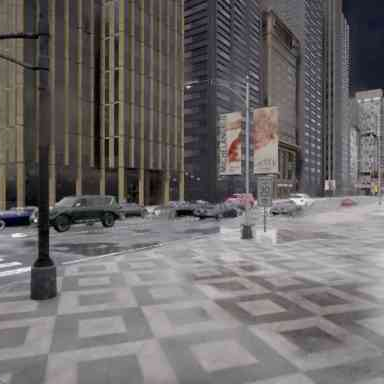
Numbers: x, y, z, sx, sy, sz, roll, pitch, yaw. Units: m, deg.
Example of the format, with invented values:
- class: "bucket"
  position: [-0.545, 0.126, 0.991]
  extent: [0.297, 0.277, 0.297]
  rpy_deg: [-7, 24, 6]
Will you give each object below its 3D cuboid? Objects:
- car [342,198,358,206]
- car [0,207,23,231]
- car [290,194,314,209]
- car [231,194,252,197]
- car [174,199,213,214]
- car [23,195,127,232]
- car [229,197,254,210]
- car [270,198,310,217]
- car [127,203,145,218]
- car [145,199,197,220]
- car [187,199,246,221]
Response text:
- class: "car"
  position: [26.669, 1.654, 56.153]
  extent: [1.994, 1.385, 4.181]
  rpy_deg: [0, 0, 36]
- class: "car"
  position: [-10.796, 1.602, 20.819]
  extent: [1.895, 1.301, 4.718]
  rpy_deg: [0, 0, 35]
- class: "car"
  position: [14.886, 1.284, 45.248]
  extent: [2.150, 2.045, 5.566]
  rpy_deg: [0, 0, 36]
- class: "car"
  position: [6.378, 1.263, 44.787]
  extent: [2.150, 2.045, 5.566]
  rpy_deg: [0, 0, 37]
- class: "car"
  position: [0.243, 1.552, 36.260]
  extent: [1.812, 1.442, 4.674]
  rpy_deg: [0, 0, 36]
- class: "car"
  position: [-6.994, 1.232, 20.549]
  extent: [2.150, 2.045, 5.566]
  rpy_deg: [0, 0, 36]
- class: "car"
  position: [4.784, 1.585, 37.017]
  extent: [2.033, 1.411, 5.357]
  rpy_deg: [0, 0, 35]
- class: "car"
  position: [9.247, 1.595, 31.760]
  extent: [2.033, 1.411, 5.357]
  rpy_deg: [0, 0, 36]
- class: "car"
  position: [-5.672, 1.576, 27.992]
  extent: [1.994, 1.385, 4.181]
  rpy_deg: [0, 0, 35]
- class: "car"
  position: [-1.323, 1.514, 28.487]
  extent: [2.128, 1.511, 4.902]
  rpy_deg: [0, 0, 36]
- class: "car"
  position: [2.229, 1.578, 27.526]
  extent: [2.033, 1.411, 5.357]
  rpy_deg: [0, 0, 36]
